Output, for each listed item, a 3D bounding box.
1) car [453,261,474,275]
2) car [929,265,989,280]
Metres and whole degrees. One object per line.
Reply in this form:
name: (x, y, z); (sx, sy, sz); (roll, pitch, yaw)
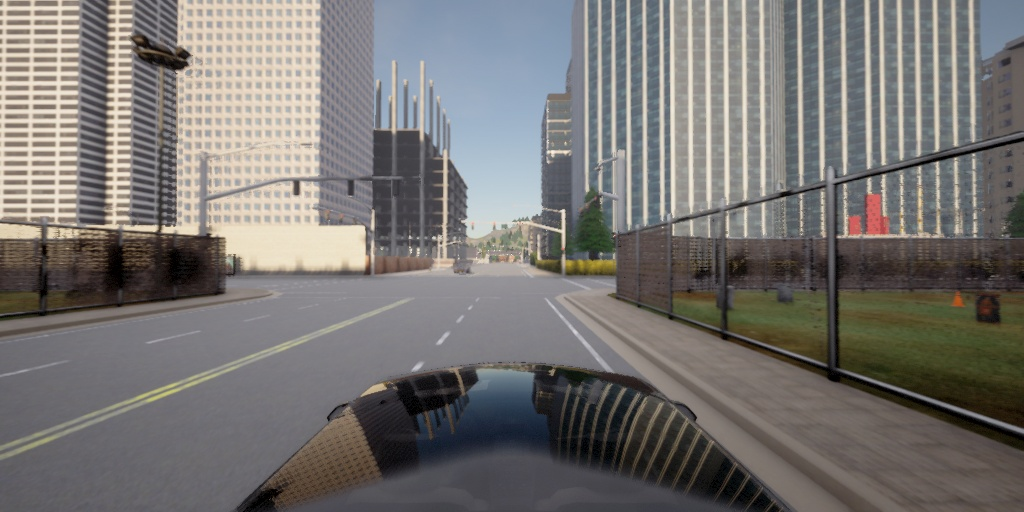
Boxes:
car: (-6.998, 1.701, 50.947); (2.097, 1.767, 4.553); (0, -1, 0)
car: (45.138, 1.667, 36.234); (4.674, 1.442, 1.812); (0, -1, 1)
